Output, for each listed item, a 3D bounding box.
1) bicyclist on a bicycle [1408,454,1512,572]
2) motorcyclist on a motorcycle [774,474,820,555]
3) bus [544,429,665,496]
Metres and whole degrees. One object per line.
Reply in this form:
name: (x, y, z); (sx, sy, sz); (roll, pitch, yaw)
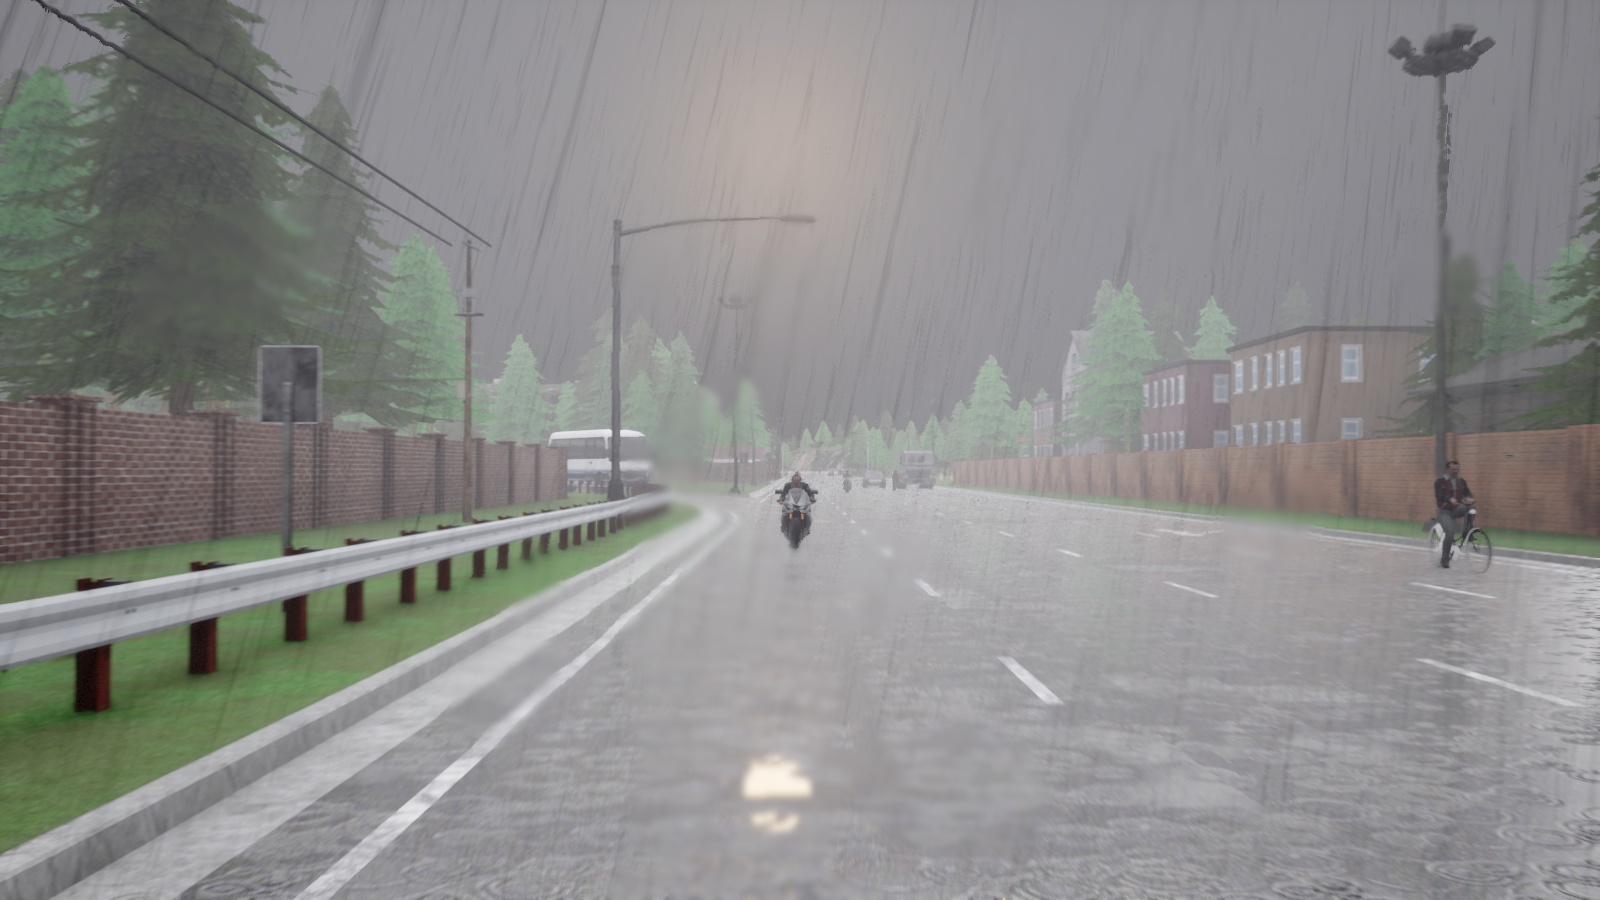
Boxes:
bicyclist on a bicycle: (10.451, 0.971, 19.973); (0.659, 1.776, 1.843); (0, -1, 0)
motorcyclist on a motorcycle: (-0.061, 1.265, 25.301); (0.866, 1.530, 2.191); (0, -1, 0)
bus: (-13.282, 0.878, 84.463); (3.944, 4.253, 10.273); (1, -1, -35)
